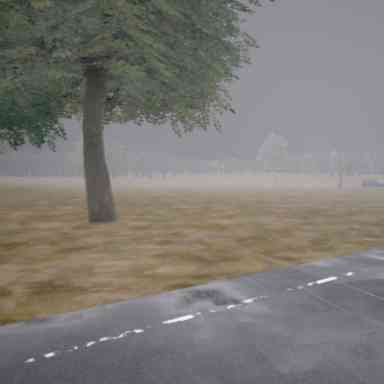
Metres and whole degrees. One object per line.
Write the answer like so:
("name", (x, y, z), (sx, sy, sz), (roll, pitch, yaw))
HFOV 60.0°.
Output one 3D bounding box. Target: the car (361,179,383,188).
("car", (41.692, -1.900, 75.937), (2.150, 2.045, 5.566), (-2, 3, -34))
